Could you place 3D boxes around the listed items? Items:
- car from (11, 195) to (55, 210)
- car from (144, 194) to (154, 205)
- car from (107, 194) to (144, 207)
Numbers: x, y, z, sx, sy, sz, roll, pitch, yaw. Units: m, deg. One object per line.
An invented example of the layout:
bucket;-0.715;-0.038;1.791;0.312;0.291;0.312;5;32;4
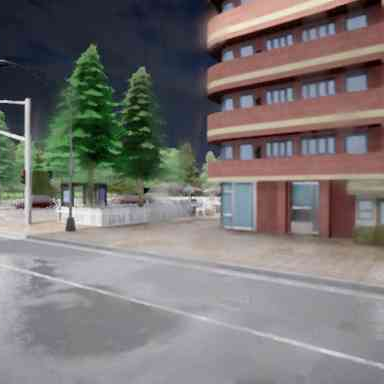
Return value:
car;-18.292;1.136;38.322;2.097;1.767;4.553;0;0;35
car;-8.128;1.129;51.869;2.097;1.767;4.553;0;0;41
car;-9.189;1.145;44.927;2.097;1.767;4.553;0;0;37
